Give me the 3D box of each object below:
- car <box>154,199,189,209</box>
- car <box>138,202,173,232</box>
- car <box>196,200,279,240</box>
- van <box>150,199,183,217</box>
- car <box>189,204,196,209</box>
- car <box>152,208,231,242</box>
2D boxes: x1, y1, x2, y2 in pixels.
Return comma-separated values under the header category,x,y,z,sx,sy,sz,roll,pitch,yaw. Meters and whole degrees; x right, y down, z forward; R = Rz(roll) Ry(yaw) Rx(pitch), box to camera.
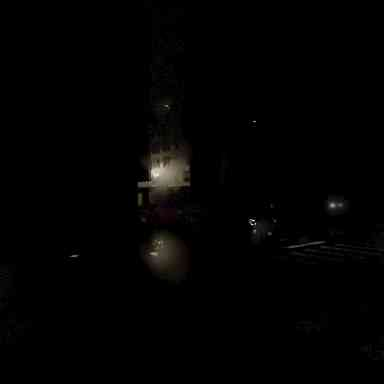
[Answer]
category,x,y,z,sx,sy,sz,roll,pitch,yaw
car,-2.596,1.630,25.648,2.097,1.767,4.553,0,0,-35
car,-3.360,1.705,22.113,1.967,1.590,4.097,-1,0,-35
car,2.568,1.517,18.369,2.097,1.767,4.553,0,0,-35
van,-2.807,1.688,36.025,1.690,1.788,3.998,-1,0,-35
car,0.292,1.804,31.682,1.752,1.417,4.829,-1,0,-35
car,-0.162,1.778,17.630,1.802,1.307,4.206,-1,0,-35
